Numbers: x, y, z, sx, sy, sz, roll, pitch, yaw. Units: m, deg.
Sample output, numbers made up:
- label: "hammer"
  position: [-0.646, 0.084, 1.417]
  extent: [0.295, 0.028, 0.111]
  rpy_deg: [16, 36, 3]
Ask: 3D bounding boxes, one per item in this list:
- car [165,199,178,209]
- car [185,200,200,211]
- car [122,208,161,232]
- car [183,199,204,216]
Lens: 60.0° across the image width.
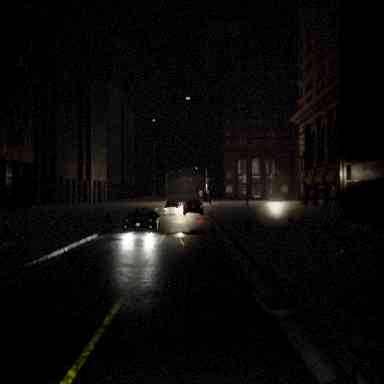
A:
- label: "car"
  position: [-3.116, 1.818, 51.774]
  extent: [1.812, 1.442, 4.674]
  rpy_deg: [0, 0, 0]
- label: "car"
  position: [0.051, 1.824, 45.256]
  extent: [1.994, 1.385, 4.181]
  rpy_deg: [0, 0, 0]
- label: "car"
  position: [-3.107, 1.695, 21.101]
  extent: [1.994, 1.385, 4.181]
  rpy_deg: [0, 0, 0]
- label: "car"
  position: [0.085, 1.561, 35.413]
  extent: [2.097, 1.767, 4.553]
  rpy_deg: [0, 0, -2]
